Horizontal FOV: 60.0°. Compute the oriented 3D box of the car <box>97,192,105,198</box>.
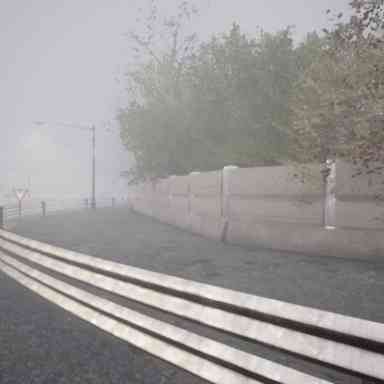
[{"bbox_3d":[-24.397,1.004,89.097,2.150,2.045,5.566,0,0,-17],"label":"car"}]

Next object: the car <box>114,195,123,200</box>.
[{"bbox_3d":[-19.447,1.380,88.878,1.895,1.301,4.718,0,0,-2],"label":"car"}]

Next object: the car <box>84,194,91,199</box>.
[{"bbox_3d":[-27.772,1.316,88.175,2.033,1.411,5.357,0,0,-17],"label":"car"}]
